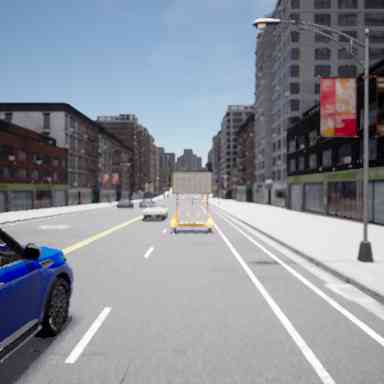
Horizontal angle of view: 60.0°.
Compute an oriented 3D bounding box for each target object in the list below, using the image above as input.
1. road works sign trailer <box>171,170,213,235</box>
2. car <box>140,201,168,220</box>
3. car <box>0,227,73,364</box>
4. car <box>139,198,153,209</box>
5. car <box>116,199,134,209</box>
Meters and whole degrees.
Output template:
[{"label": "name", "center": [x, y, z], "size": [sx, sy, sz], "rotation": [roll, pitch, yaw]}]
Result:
[{"label": "road works sign trailer", "center": [0.022, 0.530, 19.499], "size": [2.380, 3.560, 2.880], "rotation": [0, 0, 3]}, {"label": "car", "center": [-3.153, 1.714, 29.693], "size": [1.895, 1.301, 4.718], "rotation": [0, 0, 0]}, {"label": "car", "center": [-3.150, 1.228, 3.475], "size": [2.150, 2.045, 5.566], "rotation": [0, 0, 0]}, {"label": "car", "center": [-6.579, 1.708, 48.715], "size": [2.128, 1.511, 4.902], "rotation": [0, 0, 0]}, {"label": "car", "center": [-9.822, 1.785, 49.139], "size": [1.994, 1.385, 4.181], "rotation": [0, 0, 0]}]
